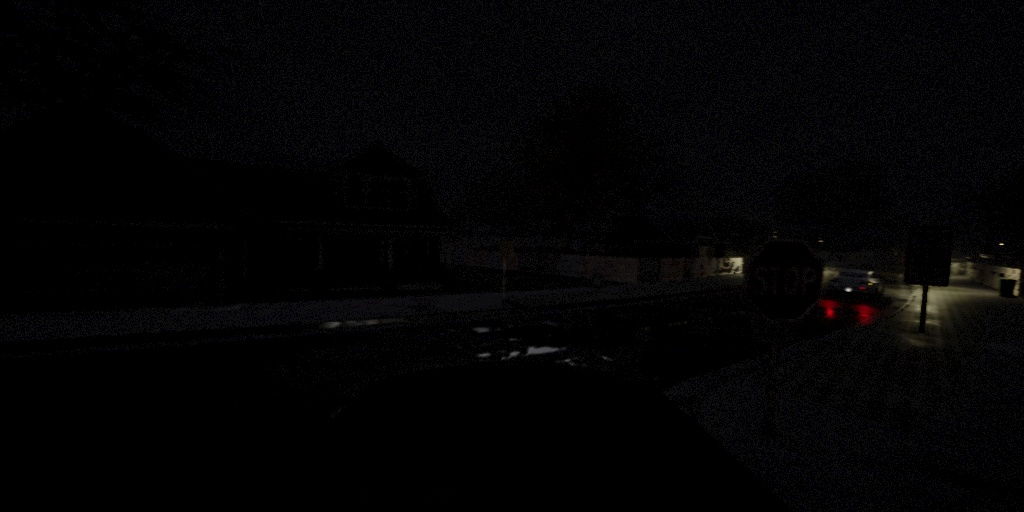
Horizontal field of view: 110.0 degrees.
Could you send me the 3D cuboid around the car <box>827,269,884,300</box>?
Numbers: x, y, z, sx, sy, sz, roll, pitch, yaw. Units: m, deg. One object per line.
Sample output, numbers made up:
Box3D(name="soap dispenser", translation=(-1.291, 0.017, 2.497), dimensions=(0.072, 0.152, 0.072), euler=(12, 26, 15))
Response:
Box3D(name="car", translation=(18.536, 1.444, 19.325), dimensions=(4.674, 1.442, 1.812), euler=(0, 3, -40))
